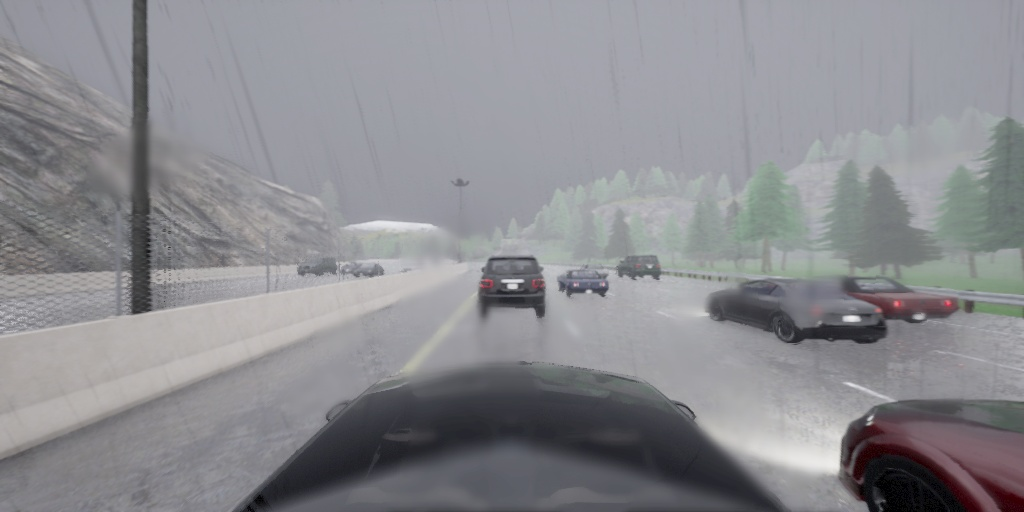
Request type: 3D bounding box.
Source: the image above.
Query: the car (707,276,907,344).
[{"bbox_3d":[7.019,1.272,9.421,1.994,1.385,4.181,0,0,0],"label":"car"}]

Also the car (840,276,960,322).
[{"bbox_3d":[10.521,1.286,11.464,1.895,1.301,4.718,0,0,0],"label":"car"}]

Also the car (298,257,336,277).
[{"bbox_3d":[-21.431,1.184,39.865,2.150,2.045,5.566,0,0,-3],"label":"car"}]

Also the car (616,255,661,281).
[{"bbox_3d":[10.529,0.932,30.099,2.150,2.045,5.566,0,0,0],"label":"car"}]

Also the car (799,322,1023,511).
[{"bbox_3d":[3.504,1.287,1.004,1.994,1.385,4.181,0,0,0],"label":"car"}]

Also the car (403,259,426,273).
[{"bbox_3d":[-10.952,1.410,40.161,1.812,1.442,4.674,0,0,-3],"label":"car"}]

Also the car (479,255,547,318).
[{"bbox_3d":[0.022,0.987,13.217,2.150,2.045,5.566,0,0,0],"label":"car"}]

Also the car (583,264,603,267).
[{"bbox_3d":[7.018,1.340,31.599,1.895,1.301,4.718,0,0,-1],"label":"car"}]

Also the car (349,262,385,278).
[{"bbox_3d":[-14.309,1.430,36.191,1.812,1.442,4.674,0,0,-2],"label":"car"}]

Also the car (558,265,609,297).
[{"bbox_3d":[3.535,1.348,18.664,1.895,1.301,4.718,0,0,0],"label":"car"}]

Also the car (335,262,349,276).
[{"bbox_3d":[-18.039,1.431,41.498,2.128,1.511,4.902,0,0,-3],"label":"car"}]
